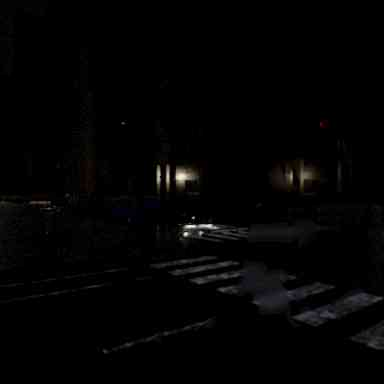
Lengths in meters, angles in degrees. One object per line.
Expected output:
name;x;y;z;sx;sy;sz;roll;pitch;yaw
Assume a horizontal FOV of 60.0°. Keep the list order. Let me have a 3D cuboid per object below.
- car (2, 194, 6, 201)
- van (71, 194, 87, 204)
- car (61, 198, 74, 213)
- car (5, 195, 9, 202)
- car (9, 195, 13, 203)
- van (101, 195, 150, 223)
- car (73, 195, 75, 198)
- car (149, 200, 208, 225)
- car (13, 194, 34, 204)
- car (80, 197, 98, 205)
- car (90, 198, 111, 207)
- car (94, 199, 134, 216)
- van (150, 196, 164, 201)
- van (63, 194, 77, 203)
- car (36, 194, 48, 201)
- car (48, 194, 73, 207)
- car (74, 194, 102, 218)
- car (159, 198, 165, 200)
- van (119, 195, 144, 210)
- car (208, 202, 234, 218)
car;-41.359;1.529;75.731;1.947;1.339;4.313;0;0;-36
van;-21.222;1.329;62.212;1.690;1.788;3.998;0;0;-36
car;-11.655;1.548;34.156;1.802;1.307;4.206;0;0;-36
car;-37.960;1.488;70.973;1.752;1.417;4.829;0;0;-36
car;-34.758;1.403;66.492;1.967;1.590;4.097;0;0;-36
van;-5.053;1.315;24.918;1.690;1.788;3.998;0;0;-36
car;-16.076;1.505;50.345;1.812;1.442;4.674;0;0;-35
car;-1.067;1.548;23.919;1.994;1.385;4.181;0;0;-35
car;-31.458;1.513;61.873;2.008;1.369;4.403;0;0;-36
car;-17.921;1.570;57.591;1.802;1.307;4.206;0;0;-36
car;-14.621;1.570;52.972;1.802;1.307;4.206;0;0;-36
car;-7.970;1.522;33.565;2.033;1.411;5.357;0;0;-37
van;-4.719;1.333;39.114;1.690;1.788;3.998;0;0;-36
van;-24.522;1.330;66.831;1.690;1.788;3.998;0;0;-36
car;-37.724;1.304;85.309;2.192;1.841;5.009;0;0;-36
car;-19.865;1.448;50.365;1.882;1.535;5.008;0;0;-35
car;-8.353;1.284;29.537;2.192;1.841;5.009;0;0;-36
car;-1.418;1.578;34.494;1.802;1.307;4.206;0;0;-36
van;-8.019;1.331;43.733;1.690;1.788;3.998;0;0;-36
car;1.882;1.550;29.874;2.008;1.369;4.403;0;0;-36
